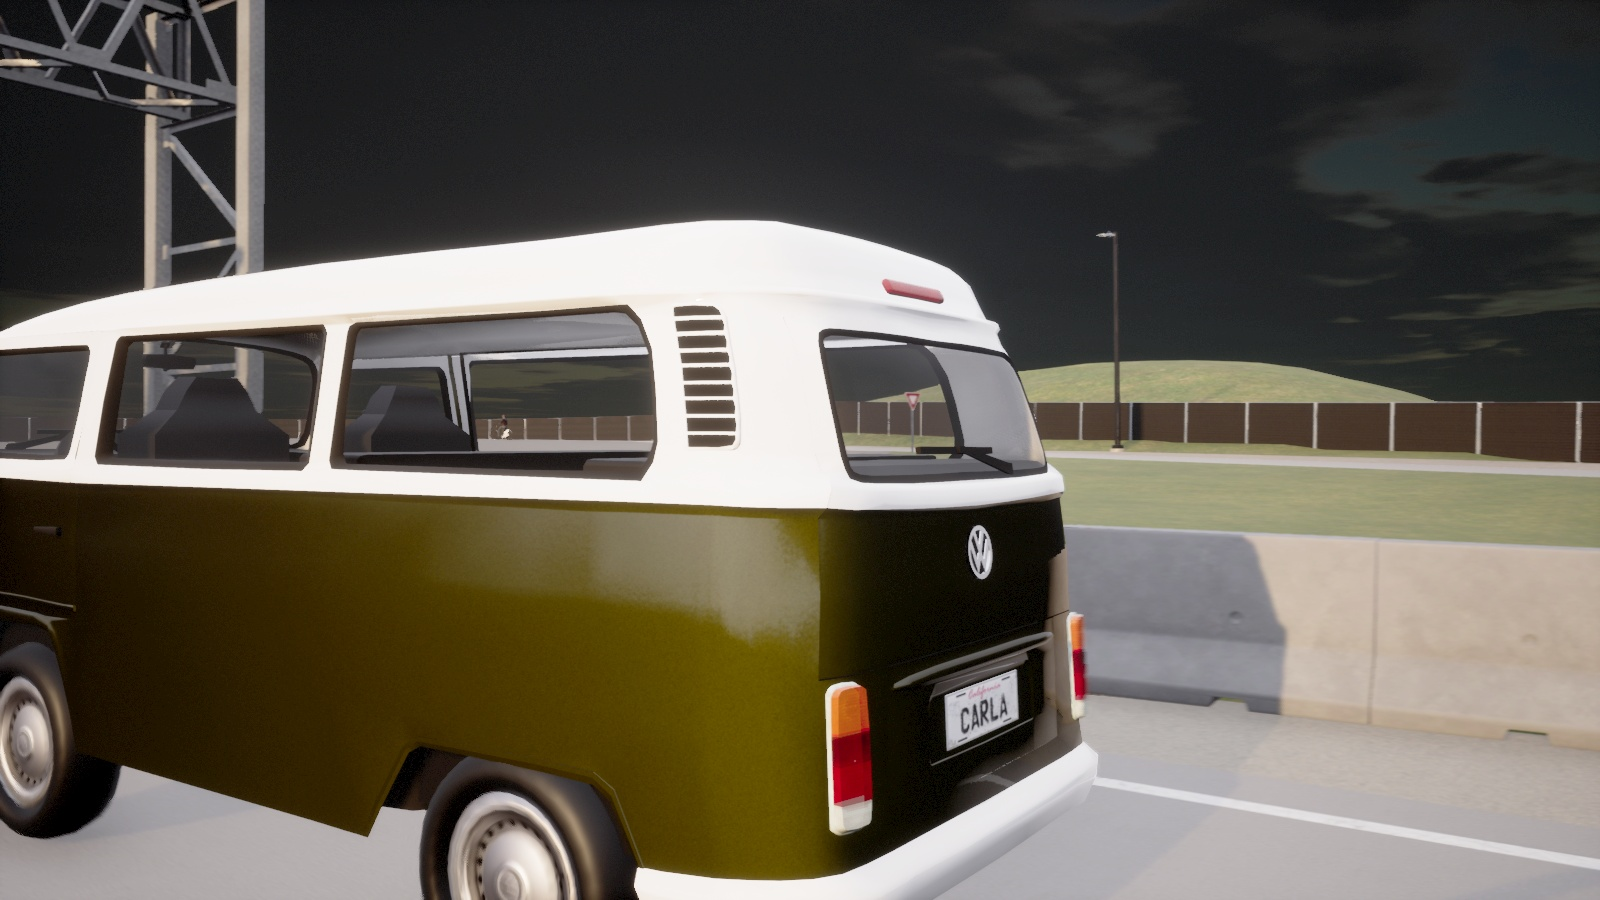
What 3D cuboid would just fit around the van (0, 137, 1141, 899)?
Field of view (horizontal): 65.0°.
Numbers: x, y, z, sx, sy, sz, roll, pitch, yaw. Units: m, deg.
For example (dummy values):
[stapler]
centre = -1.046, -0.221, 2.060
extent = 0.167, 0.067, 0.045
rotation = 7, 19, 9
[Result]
[van]
centre = -1.324, 0.406, 4.498
extent = 4.480, 2.038, 2.069
rotation = 0, 1, 34
